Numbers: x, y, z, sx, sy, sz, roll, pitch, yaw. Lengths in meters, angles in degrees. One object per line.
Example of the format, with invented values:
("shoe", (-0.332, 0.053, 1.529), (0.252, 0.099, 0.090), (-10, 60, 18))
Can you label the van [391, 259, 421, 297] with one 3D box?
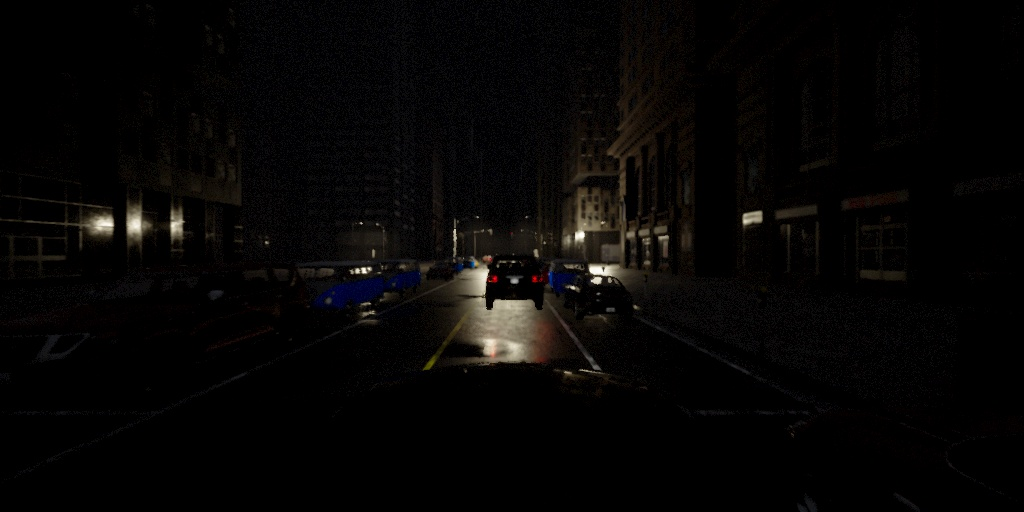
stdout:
("van", (-5.764, 1.040, 17.901), (1.690, 1.789, 3.998), (0, 0, 0))

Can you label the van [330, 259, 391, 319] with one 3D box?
("van", (-5.763, 1.058, 12.224), (1.690, 1.789, 3.998), (0, 0, 0))

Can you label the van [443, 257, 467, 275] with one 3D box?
("van", (-5.765, 0.988, 34.933), (1.690, 1.789, 3.998), (0, 0, 0))

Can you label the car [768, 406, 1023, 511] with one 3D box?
("car", (2.763, 1.192, 0.878), (1.967, 1.591, 4.097), (0, 0, 0))

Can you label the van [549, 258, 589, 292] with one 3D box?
("van", (2.761, 1.038, 17.911), (1.690, 1.789, 3.998), (0, 0, 0))

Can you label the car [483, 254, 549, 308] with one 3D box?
("car", (0.093, 0.931, 14.962), (2.150, 2.045, 5.566), (0, 0, 0))

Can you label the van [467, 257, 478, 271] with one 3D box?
("van", (-5.766, 0.955, 46.288), (1.690, 1.789, 3.998), (0, 0, 0))

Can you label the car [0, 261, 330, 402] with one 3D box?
("car", (-5.763, 1.050, 6.546), (2.192, 1.841, 5.009), (0, 0, 0))

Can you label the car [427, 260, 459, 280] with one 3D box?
("car", (-5.765, 1.246, 29.255), (1.802, 1.307, 4.207), (0, 0, 0))

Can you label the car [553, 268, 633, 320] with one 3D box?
("car", (2.762, 1.266, 12.234), (2.007, 1.370, 4.403), (0, 0, 0))
